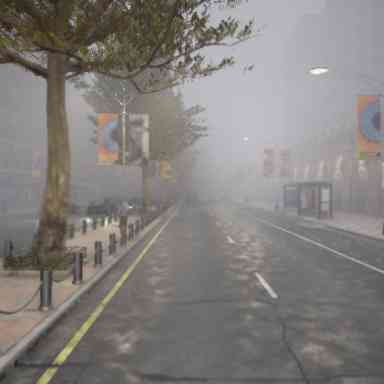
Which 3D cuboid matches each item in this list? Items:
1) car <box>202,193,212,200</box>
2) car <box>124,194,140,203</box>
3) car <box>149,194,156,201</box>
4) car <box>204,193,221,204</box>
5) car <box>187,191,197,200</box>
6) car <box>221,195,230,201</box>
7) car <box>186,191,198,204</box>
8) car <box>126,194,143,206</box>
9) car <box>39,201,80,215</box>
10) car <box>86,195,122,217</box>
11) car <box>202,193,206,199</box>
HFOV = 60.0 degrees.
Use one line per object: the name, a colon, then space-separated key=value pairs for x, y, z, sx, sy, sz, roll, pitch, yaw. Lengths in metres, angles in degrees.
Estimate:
car: x=3.510 y=1.011 z=77.816 sx=1.994 sy=1.385 sz=4.181 roll=0 pitch=0 yaw=0
car: x=-11.508 y=1.191 z=64.191 sx=2.128 sy=1.511 sz=4.902 roll=0 pitch=0 yaw=0
car: x=-8.009 y=1.174 z=64.179 sx=1.882 sy=1.535 sz=5.008 roll=0 pitch=0 yaw=0
car: x=3.507 y=1.330 z=57.459 sx=1.895 sy=1.301 sz=4.718 roll=0 pitch=0 yaw=0
car: x=0.010 y=0.684 z=77.844 sx=2.150 sy=2.045 sz=5.566 roll=0 pitch=0 yaw=0
car: x=6.758 y=1.263 z=70.357 sx=1.895 sy=1.301 sz=4.718 roll=0 pitch=0 yaw=0
car: x=0.007 y=1.081 z=57.481 sx=2.097 sy=1.767 sz=4.553 roll=0 pitch=0 yaw=0
car: x=-8.068 y=1.337 z=48.207 sx=1.994 sy=1.385 sz=4.181 roll=0 pitch=0 yaw=0
car: x=-11.595 y=1.462 z=29.373 sx=1.895 sy=1.301 sz=4.718 roll=0 pitch=0 yaw=0
car: x=-8.094 y=1.335 z=30.150 sx=1.882 sy=1.535 sz=5.008 roll=0 pitch=0 yaw=0
car: x=3.509 y=1.157 z=67.703 sx=1.882 sy=1.535 sz=5.008 roll=0 pitch=0 yaw=0
